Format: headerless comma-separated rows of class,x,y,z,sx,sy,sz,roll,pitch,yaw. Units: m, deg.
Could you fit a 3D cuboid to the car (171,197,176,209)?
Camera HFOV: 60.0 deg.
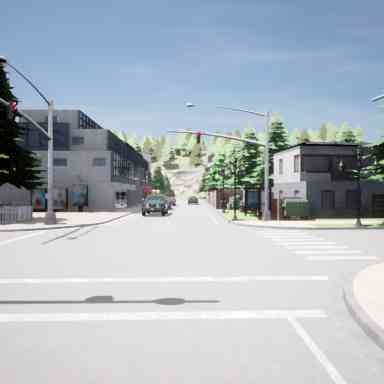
car,-3.538,1.491,42.749,2.128,1.511,4.902,0,0,0

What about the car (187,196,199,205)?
car,0.185,1.505,59.556,1.837,1.490,4.892,0,0,0

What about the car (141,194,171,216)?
car,-3.555,1.221,32.699,2.150,2.045,5.566,0,0,0
